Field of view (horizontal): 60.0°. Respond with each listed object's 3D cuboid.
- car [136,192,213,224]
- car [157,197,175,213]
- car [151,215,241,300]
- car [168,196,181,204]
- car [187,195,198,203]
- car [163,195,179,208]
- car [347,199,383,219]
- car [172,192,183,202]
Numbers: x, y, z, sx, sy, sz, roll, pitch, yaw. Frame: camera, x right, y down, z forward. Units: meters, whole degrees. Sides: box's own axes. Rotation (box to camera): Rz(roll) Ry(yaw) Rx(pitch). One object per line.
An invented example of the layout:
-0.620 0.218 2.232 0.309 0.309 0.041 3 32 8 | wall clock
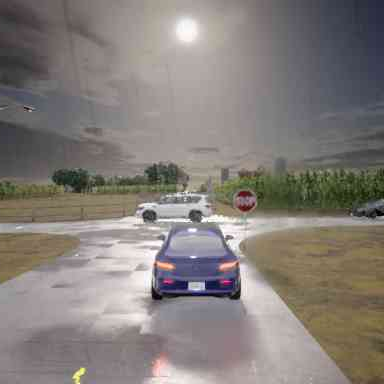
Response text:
-1.272 1.206 24.524 5.566 2.045 2.150 0 0 0 | car
-2.813 1.386 37.107 1.837 1.490 4.892 0 0 -2 | car
0.087 1.525 8.268 1.812 1.442 4.674 0 0 0 | car
-2.862 1.328 56.234 1.895 1.301 4.718 0 1 0 | car
0.064 1.262 62.786 1.895 1.301 4.718 0 1 0 | car
-2.871 1.288 46.619 1.882 1.535 5.008 0 0 0 | car
14.478 1.221 24.625 5.357 1.411 2.033 -1 0 0 | car
-2.822 0.978 66.035 2.097 1.767 4.553 0 1 0 | car
